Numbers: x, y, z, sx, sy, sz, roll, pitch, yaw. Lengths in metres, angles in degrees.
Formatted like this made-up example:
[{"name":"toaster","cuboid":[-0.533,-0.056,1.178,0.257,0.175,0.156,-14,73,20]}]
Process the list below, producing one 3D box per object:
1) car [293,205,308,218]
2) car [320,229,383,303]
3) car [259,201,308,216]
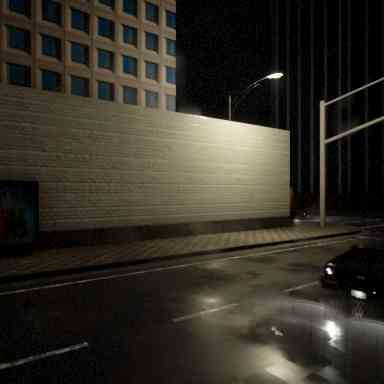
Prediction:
[{"name":"car","cuboid":[8.132,1.590,29.985,1.812,1.442,4.674,0,0,-36]},{"name":"car","cuboid":[5.302,1.551,7.876,5.357,1.411,2.033,0,0,-36]},{"name":"car","cuboid":[9.333,1.667,34.310,1.895,1.301,4.718,0,0,-36]}]
